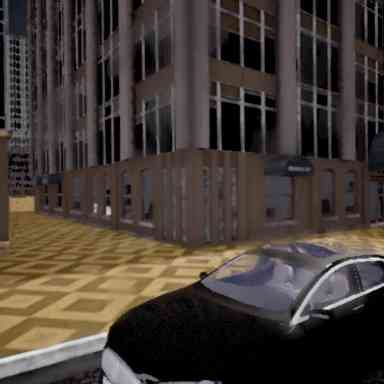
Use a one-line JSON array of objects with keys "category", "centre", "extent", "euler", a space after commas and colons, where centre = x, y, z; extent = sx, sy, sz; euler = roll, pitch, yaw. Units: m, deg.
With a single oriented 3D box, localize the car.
[{"category": "car", "centre": [1.302, 1.491, 4.296], "extent": [4.902, 1.511, 2.128], "euler": [0, 0, -35]}]
